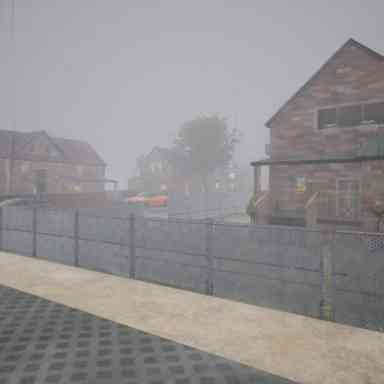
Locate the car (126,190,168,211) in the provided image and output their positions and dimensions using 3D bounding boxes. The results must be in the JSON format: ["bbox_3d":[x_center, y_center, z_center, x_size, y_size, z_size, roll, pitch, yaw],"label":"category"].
[{"bbox_3d":[-4.206,0.728,31.425,2.097,1.767,4.553,1,2,35],"label":"car"}]

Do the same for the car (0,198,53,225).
[{"bbox_3d":[-11.325,1.171,21.380,1.837,1.490,4.892,1,2,35],"label":"car"}]

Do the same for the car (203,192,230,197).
[{"bbox_3d":[3.348,0.672,42.065,1.895,1.301,4.718,1,2,35],"label":"car"}]
